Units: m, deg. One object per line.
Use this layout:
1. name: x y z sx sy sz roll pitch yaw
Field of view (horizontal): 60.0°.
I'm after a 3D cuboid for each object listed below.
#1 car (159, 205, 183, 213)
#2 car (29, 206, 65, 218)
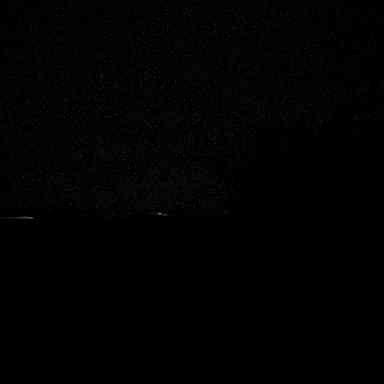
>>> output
1. car: -3.742 3.139 61.127 2.033 1.411 5.357 3 0 36
2. car: -17.982 2.449 41.463 1.994 1.385 4.181 3 0 36
